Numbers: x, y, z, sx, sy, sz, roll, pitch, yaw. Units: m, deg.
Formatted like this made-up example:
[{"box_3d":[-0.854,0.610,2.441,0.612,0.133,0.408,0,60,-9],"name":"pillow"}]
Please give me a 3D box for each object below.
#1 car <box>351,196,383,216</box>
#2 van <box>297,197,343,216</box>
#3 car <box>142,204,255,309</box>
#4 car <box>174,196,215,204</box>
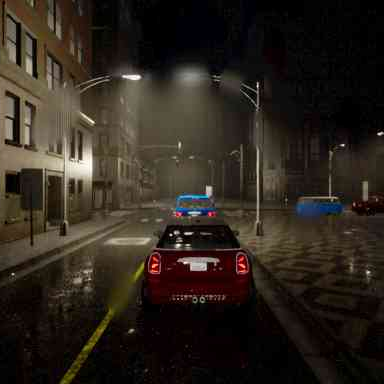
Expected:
[{"box_3d":[17.421,1.323,30.842,5.009,1.841,2.192,0,0,-1],"name":"car"},{"box_3d":[11.780,1.350,30.766,3.998,1.788,1.690,0,0,-1],"name":"van"},{"box_3d":[0.116,1.347,8.030,2.097,1.767,4.553,0,0,0],"name":"car"},{"box_3d":[0.132,1.208,17.887,2.150,2.045,5.566,0,0,0],"name":"car"}]
